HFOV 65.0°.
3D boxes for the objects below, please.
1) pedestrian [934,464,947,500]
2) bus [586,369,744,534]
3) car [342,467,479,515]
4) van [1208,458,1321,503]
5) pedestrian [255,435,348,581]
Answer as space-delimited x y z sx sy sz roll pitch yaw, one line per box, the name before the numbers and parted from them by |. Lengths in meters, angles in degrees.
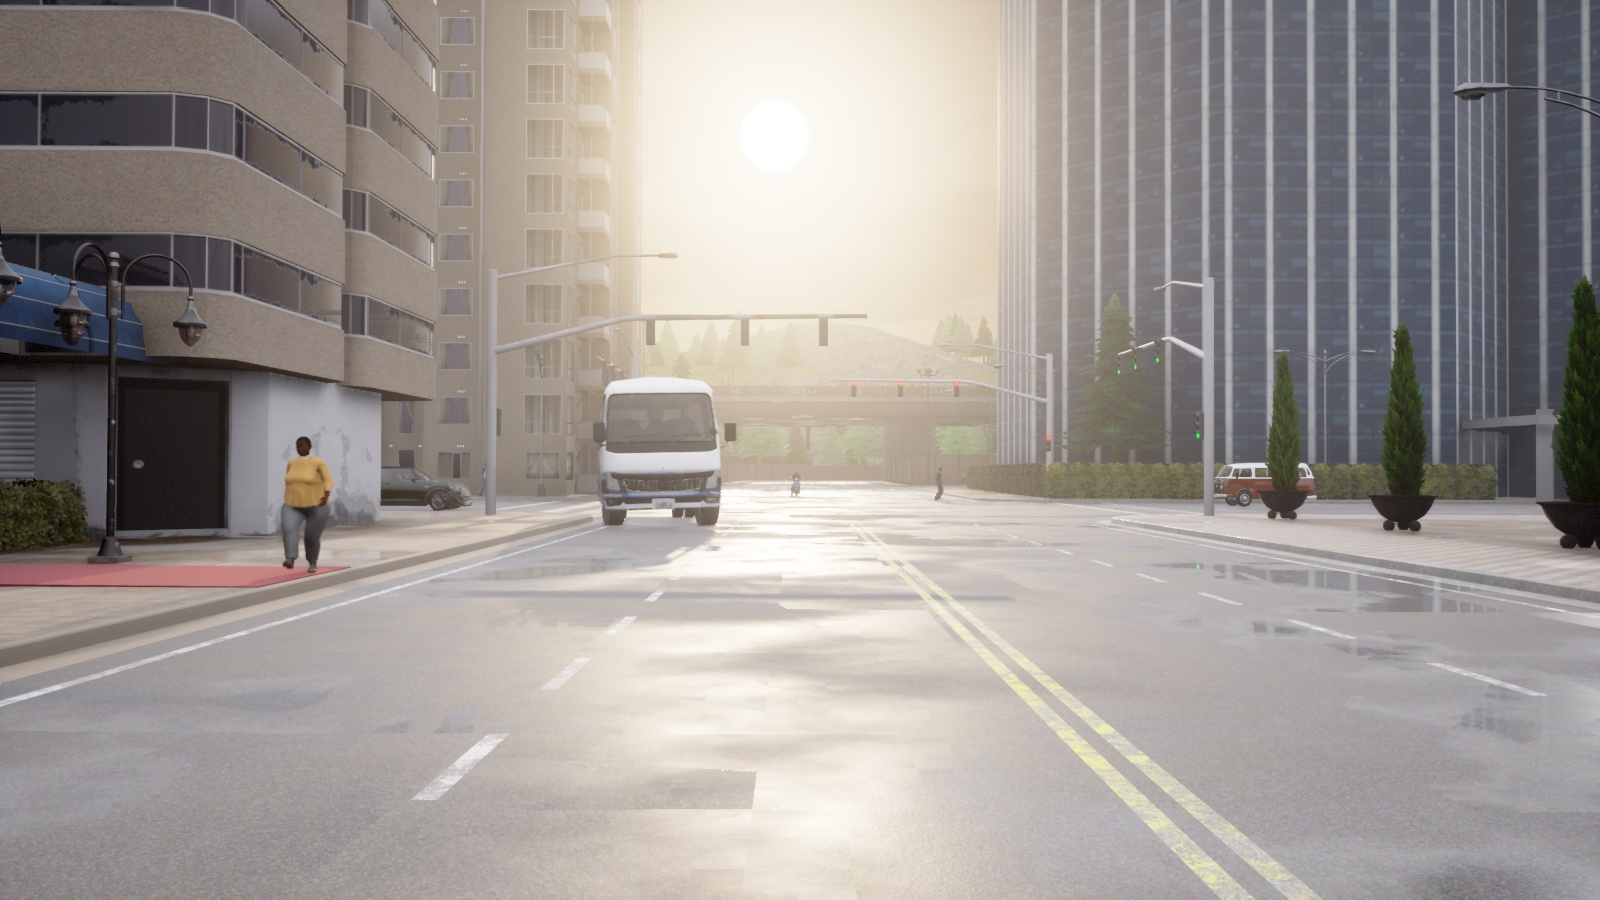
pedestrian | 7.476 1.700 66.934 0.666 1.930 0.402 0 -1 3
bus | -4.417 0.096 38.233 3.944 4.253 10.273 -2 -1 -10
car | -14.737 1.531 47.663 4.553 1.767 2.097 0 -1 -1
van | 21.638 1.433 58.627 4.480 2.038 2.069 0 -1 -1
pedestrian | -6.518 0.745 16.469 0.874 1.855 0.900 0 -1 -1
